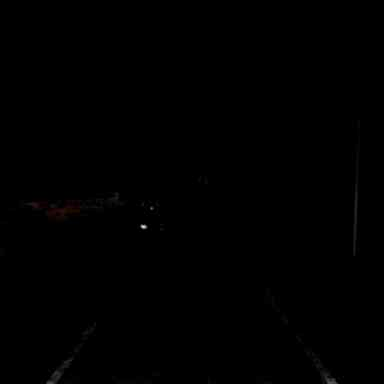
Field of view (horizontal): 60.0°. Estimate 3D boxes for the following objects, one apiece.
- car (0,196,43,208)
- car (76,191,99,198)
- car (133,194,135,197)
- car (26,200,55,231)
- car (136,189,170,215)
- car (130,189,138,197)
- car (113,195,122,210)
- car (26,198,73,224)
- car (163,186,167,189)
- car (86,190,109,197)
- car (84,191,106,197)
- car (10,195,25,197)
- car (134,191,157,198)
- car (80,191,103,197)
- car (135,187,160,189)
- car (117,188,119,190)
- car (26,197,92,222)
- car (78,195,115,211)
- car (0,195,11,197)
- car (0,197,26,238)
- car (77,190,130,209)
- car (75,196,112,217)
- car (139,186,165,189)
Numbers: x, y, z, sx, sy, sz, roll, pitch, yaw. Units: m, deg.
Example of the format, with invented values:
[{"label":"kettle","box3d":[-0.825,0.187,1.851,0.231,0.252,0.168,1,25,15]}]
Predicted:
[{"label":"car","box3d":[-23.257,1.322,45.143,5.008,1.535,2.097,0,0,0]},{"label":"car","box3d":[-23.470,0.549,74.907,4.674,1.452,2.002,0,0,0]},{"label":"car","box3d":[-10.158,1.354,42.471,4.792,1.488,2.163,0,0,0]},{"label":"car","box3d":[-10.227,1.352,17.497,4.892,1.521,2.231,0,0,0]},{"label":"car","box3d":[-3.402,1.010,30.943,2.150,2.045,5.566,0,0,0]},{"label":"car","box3d":[-10.366,0.560,72.281,4.792,1.488,2.163,0,0,0]},{"label":"car","box3d":[-10.388,1.323,34.143,5.366,1.575,1.946,0,0,0]},{"label":"car","box3d":[-10.414,1.335,20.265,5.366,1.575,1.946,0,0,0]},{"label":"car","box3d":[-10.304,0.037,94.567,4.553,1.767,2.185,0,2,0]},{"label":"car","box3d":[-23.630,0.416,83.396,5.366,1.575,1.946,0,1,0]},{"label":"car","box3d":[-23.481,0.487,80.604,4.792,1.488,2.163,0,1,0]},{"label":"car","box3d":[-23.242,1.353,39.726,4.792,1.488,2.163,0,0,0]},{"label":"car","box3d":[-10.417,0.539,75.065,4.792,1.488,2.163,0,0,0]},{"label":"car","box3d":[-23.463,0.527,77.692,4.674,1.452,2.002,0,0,0]},{"label":"car","box3d":[-10.411,0.362,77.849,4.553,1.767,2.185,0,1,0]},{"label":"car","box3d":[-23.418,0.245,91.636,5.008,1.535,2.097,0,1,0]},{"label":"car","box3d":[-10.038,1.329,22.917,5.366,1.575,1.946,0,0,0]},{"label":"car","box3d":[-10.214,1.328,31.366,4.892,1.521,2.231,0,0,0]},{"label":"car","box3d":[-23.274,1.364,36.956,4.674,1.452,2.002,0,0,0]},{"label":"car","box3d":[-10.270,1.244,14.717,4.553,1.767,2.185,0,0,0]},{"label":"car","box3d":[-10.226,1.074,36.919,5.566,2.045,2.435,0,0,0]},{"label":"car","box3d":[-10.027,1.325,28.590,5.366,1.575,1.946,0,0,0]},{"label":"car","box3d":[-10.393,0.169,83.419,5.566,2.045,2.435,0,1,0]}]
